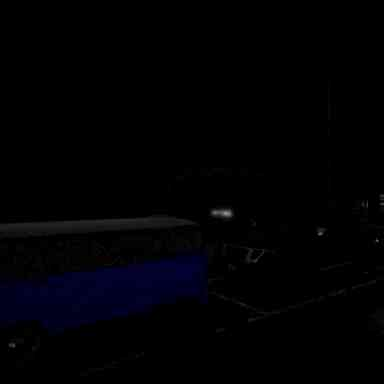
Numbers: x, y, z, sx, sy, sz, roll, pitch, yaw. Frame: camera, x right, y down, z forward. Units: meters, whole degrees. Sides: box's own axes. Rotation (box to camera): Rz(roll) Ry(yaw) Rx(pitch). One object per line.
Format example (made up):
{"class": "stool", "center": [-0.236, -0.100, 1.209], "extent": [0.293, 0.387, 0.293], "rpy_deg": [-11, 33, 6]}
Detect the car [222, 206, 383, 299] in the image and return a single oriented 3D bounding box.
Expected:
{"class": "car", "center": [2.910, 1.313, 8.613], "extent": [5.009, 1.841, 2.192], "rpy_deg": [0, -1, -35]}

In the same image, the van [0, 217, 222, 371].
{"class": "van", "center": [-1.642, 1.341, 5.375], "extent": [3.998, 1.788, 1.690], "rpy_deg": [0, -1, -35]}
